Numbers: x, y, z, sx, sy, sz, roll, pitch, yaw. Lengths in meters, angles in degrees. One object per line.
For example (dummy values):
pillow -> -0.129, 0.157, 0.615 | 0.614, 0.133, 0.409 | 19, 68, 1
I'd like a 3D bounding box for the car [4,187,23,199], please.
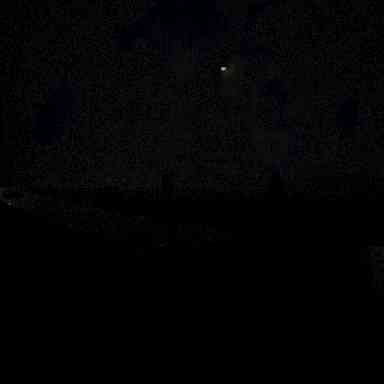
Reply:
car -> -24.564, 0.064, 45.704 | 1.882, 1.535, 5.008 | -2, 3, -36
